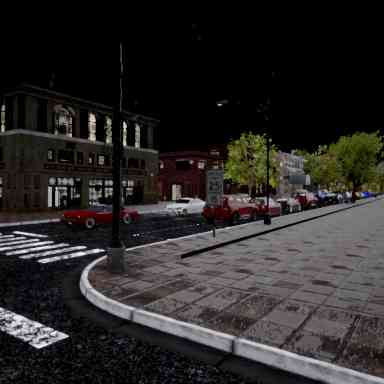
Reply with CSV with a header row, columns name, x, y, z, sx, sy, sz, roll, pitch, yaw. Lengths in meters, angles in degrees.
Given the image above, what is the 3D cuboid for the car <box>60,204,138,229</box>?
name,x,y,z,sx,sy,sz,roll,pitch,yaw
car,-5.583,1.401,20.401,1.895,1.301,4.718,1,1,34

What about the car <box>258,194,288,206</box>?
name,x,y,z,sx,sy,sz,roll,pitch,yaw
car,10.766,1.000,44.117,2.033,1.411,5.357,1,1,35

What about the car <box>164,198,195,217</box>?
name,x,y,z,sx,sy,sz,roll,pitch,yaw
car,-0.400,1.216,27.944,1.812,1.442,4.674,1,1,35

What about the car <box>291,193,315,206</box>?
name,x,y,z,sx,sy,sz,roll,pitch,yaw
car,14.988,0.970,44.754,1.812,1.442,4.674,1,1,35

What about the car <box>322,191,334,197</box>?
name,x,y,z,sx,sy,sz,roll,pitch,yaw
car,33.436,0.437,81.715,2.008,1.369,4.403,1,2,34

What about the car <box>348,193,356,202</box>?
name,x,y,z,sx,sy,sz,roll,pitch,yaw
car,23.707,0.690,52.040,2.097,1.767,4.553,1,1,35

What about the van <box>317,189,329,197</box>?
name,x,y,z,sx,sy,sz,roll,pitch,yaw
van,30.298,0.297,77.142,1.690,1.788,3.998,1,2,34

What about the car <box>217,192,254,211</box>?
name,x,y,z,sx,sy,sz,roll,pitch,yaw
car,4.729,0.933,35.389,2.097,1.767,4.553,1,1,35

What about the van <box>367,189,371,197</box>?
name,x,y,z,sx,sy,sz,roll,pitch,yaw
van,40.351,0.301,76.974,1.690,1.788,3.998,1,2,34

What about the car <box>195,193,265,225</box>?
name,x,y,z,sx,sy,sz,roll,pitch,yaw
car,2.669,1.093,22.164,2.192,1.841,5.009,1,1,34

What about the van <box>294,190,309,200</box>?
name,x,y,z,sx,sy,sz,roll,pitch,yaw
van,20.877,0.504,63.440,1.690,1.788,3.998,1,2,34

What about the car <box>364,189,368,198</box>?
name,x,y,z,sx,sy,sz,roll,pitch,yaw
car,34.165,0.622,67.983,1.752,1.417,4.829,1,2,34

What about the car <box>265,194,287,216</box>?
name,x,y,z,sx,sy,sz,roll,pitch,yaw
car,5.808,1.152,26.734,1.967,1.590,4.097,1,2,34

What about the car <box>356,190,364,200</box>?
name,x,y,z,sx,sy,sz,roll,pitch,yaw
car,30.928,0.750,63.277,1.802,1.307,4.206,1,2,34

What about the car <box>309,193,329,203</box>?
name,x,y,z,sx,sy,sz,roll,pitch,yaw
car,19.997,0.860,52.139,1.812,1.442,4.674,1,1,35

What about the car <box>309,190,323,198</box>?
name,x,y,z,sx,sy,sz,roll,pitch,yaw
car,27.157,0.465,72.578,1.967,1.590,4.097,1,2,34

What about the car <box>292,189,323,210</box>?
name,x,y,z,sx,sy,sz,roll,pitch,yaw
car,12.090,0.892,35.867,2.192,1.841,5.009,1,2,34

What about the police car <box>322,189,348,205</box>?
name,x,y,z,sx,sy,sz,roll,pitch,yaw
police car,19.838,0.847,46.376,1.930,1.638,5.238,1,1,35

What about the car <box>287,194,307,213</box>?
name,x,y,z,sx,sy,sz,roll,pitch,yaw
car,8.947,1.195,31.305,2.008,1.369,4.403,1,2,34
